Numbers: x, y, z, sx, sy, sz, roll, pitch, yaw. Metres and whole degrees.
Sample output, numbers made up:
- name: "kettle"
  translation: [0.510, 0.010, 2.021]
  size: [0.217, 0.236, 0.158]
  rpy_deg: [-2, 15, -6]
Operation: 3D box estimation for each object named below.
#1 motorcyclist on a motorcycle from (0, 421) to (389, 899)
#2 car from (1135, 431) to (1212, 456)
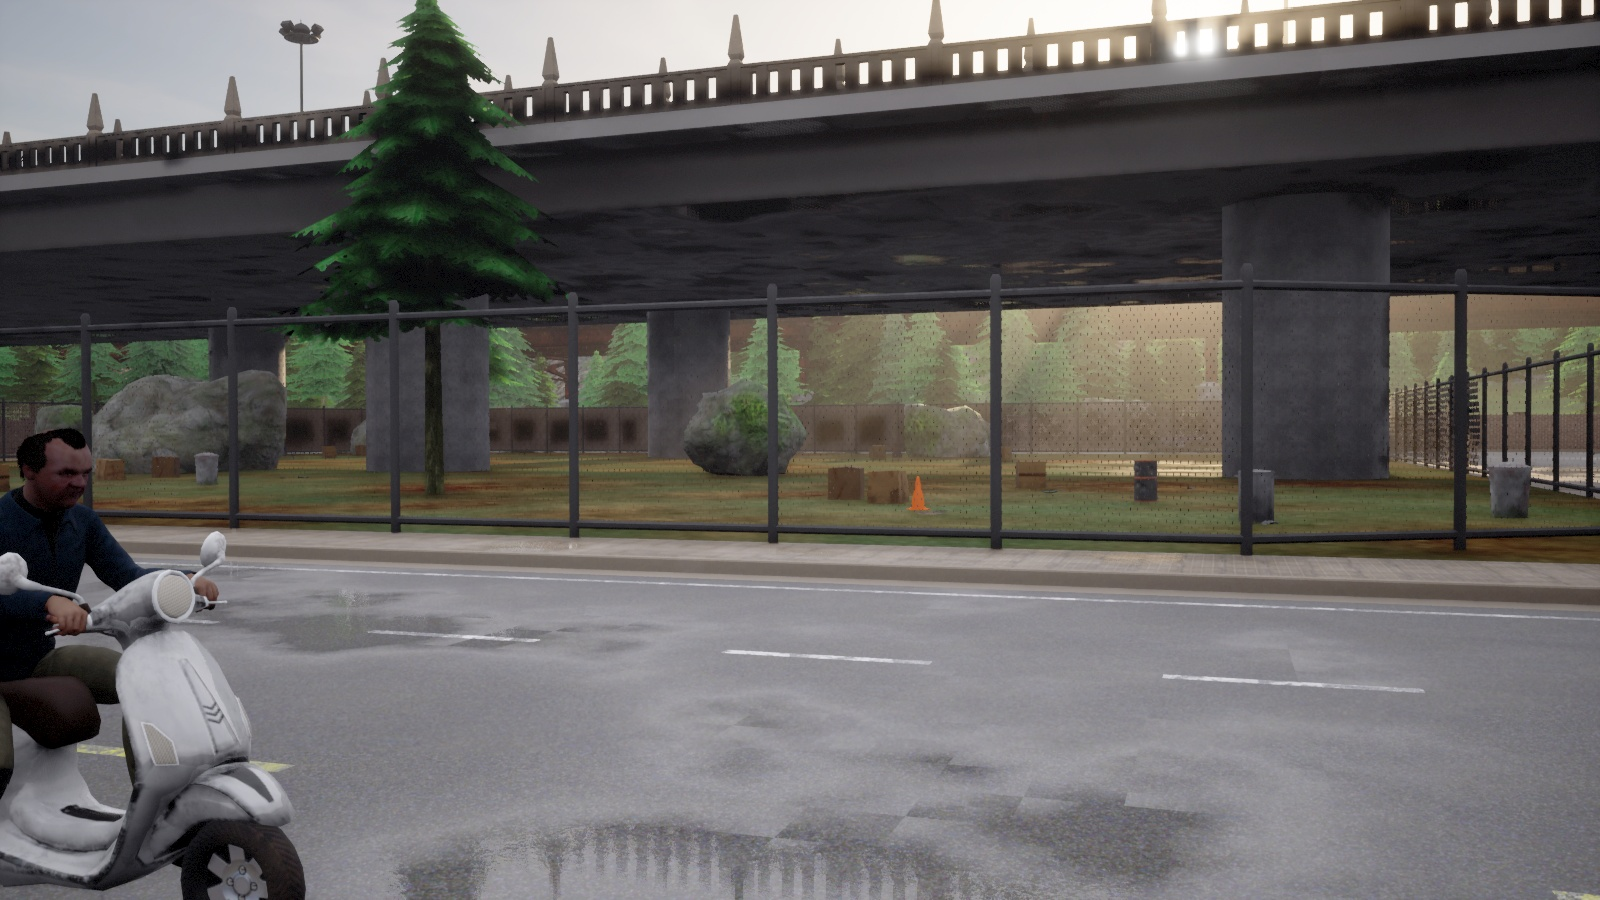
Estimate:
- name: "motorcyclist on a motorcycle"
  translation: [-2.341, 0.707, 3.980]
  size: [1.817, 1.590, 0.866]
  rpy_deg: [1, 1, 19]
- name: "car"
  translation: [24.947, -0.437, 83.841]
  size: [4.856, 1.649, 2.033]
  rpy_deg: [1, 1, 18]
